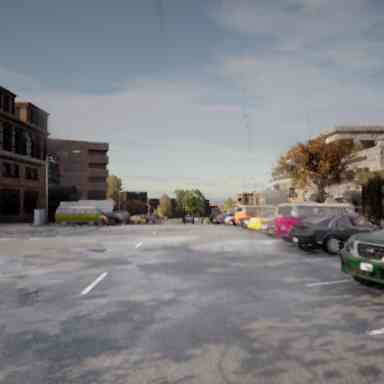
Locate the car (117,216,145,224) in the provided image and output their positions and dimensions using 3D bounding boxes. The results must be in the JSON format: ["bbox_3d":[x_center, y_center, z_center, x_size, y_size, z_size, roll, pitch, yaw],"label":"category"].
[{"bbox_3d":[-12.185,5.632,66.360,5.366,1.575,1.946,1,-6,-21],"label":"car"}]

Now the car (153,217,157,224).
[{"bbox_3d":[-12.146,7.214,81.377,5.366,1.575,1.946,2,-7,-21],"label":"car"}]

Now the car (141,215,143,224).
[{"bbox_3d":[-11.880,5.083,60.483,4.792,1.488,2.163,1,-6,-21],"label":"car"}]

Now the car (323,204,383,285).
[{"bbox_3d":[6.387,1.332,8.178,5.566,2.045,2.435,1,-1,-20],"label":"car"}]

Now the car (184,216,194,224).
[{"bbox_3d":[-0.523,5.113,61.339,2.128,1.511,4.902,0,-6,-1],"label":"car"}]

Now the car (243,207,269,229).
[{"bbox_3d":[6.519,2.035,22.886,5.366,1.575,1.946,2,-3,-20],"label":"car"}]

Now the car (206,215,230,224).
[{"bbox_3d":[5.658,6.077,72.489,4.553,1.767,2.185,3,-7,-21],"label":"car"}]

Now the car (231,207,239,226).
[{"bbox_3d":[6.313,2.353,28.658,5.008,1.535,2.097,2,-4,-20],"label":"car"}]

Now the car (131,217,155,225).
[{"bbox_3d":[-12.412,7.289,84.300,5.566,2.045,2.435,1,-6,-21],"label":"car"}]

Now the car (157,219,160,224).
[{"bbox_3d":[-12.504,7.945,90.283,5.566,2.045,2.435,1,-6,-21],"label":"car"}]

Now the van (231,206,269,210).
[{"bbox_3d":[6.393,2.323,31.639,4.442,1.987,1.878,2,-5,-20],"label":"van"}]

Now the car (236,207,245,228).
[{"bbox_3d":[6.334,2.183,25.736,4.892,1.521,2.231,2,-4,-20],"label":"car"}]

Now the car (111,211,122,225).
[{"bbox_3d":[-11.597,2.945,39.644,5.566,2.045,2.435,1,-5,-21],"label":"car"}]

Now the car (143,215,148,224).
[{"bbox_3d":[-11.787,5.342,63.516,5.366,1.575,1.946,1,-6,-21],"label":"car"}]

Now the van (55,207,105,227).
[{"bbox_3d":[-11.443,2.499,33.699,4.442,1.987,1.878,1,-4,-20],"label":"van"}]

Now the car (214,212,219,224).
[{"bbox_3d":[6.128,3.707,46.198,5.008,1.535,2.097,3,-5,-21],"label":"car"}]

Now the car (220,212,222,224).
[{"bbox_3d":[6.196,3.258,40.346,4.674,1.452,2.002,3,-5,-21],"label":"car"}]

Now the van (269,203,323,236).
[{"bbox_3d":[6.490,1.571,17.022,4.442,1.987,1.878,2,-3,-20],"label":"van"}]

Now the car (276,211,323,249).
[{"bbox_3d":[6.382,1.704,14.052,4.892,1.521,2.231,1,-2,-20],"label":"car"}]

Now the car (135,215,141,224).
[{"bbox_3d":[-11.639,4.492,54.585,5.366,1.575,1.946,1,-6,-21],"label":"car"}]

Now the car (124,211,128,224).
[{"bbox_3d":[-11.681,3.733,45.567,4.674,1.452,2.002,1,-5,-21],"label":"car"}]

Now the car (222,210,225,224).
[{"bbox_3d":[6.228,3.021,37.417,4.674,1.452,2.002,2,-5,-20],"label":"car"}]

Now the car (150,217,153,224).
[{"bbox_3d":[-12.155,6.000,72.392,5.566,2.045,2.435,1,-6,-21],"label":"car"}]

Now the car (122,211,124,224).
[{"bbox_3d":[-11.676,3.469,42.573,4.792,1.488,2.163,1,-5,-21],"label":"car"}]

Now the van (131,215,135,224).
[{"bbox_3d":[-11.662,3.995,51.600,4.442,1.987,1.878,1,-6,-21],"label":"van"}]

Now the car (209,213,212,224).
[{"bbox_3d":[5.992,4.487,54.963,4.892,1.521,2.231,3,-6,-21],"label":"car"}]

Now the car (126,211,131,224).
[{"bbox_3d":[-11.696,3.828,48.571,4.553,1.767,2.185,1,-5,-21],"label":"car"}]

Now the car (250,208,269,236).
[{"bbox_3d":[6.371,1.905,19.894,4.892,1.521,2.231,2,-3,-20],"label":"car"}]

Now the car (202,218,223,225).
[{"bbox_3d":[5.357,7.777,87.065,4.892,1.521,2.231,3,-7,-21],"label":"car"}]

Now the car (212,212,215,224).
[{"bbox_3d":[6.012,4.093,52.047,4.553,1.767,2.185,3,-6,-21],"label":"car"}]

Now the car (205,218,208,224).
[{"bbox_3d":[5.933,4.786,60.845,5.566,2.045,2.435,3,-6,-21],"label":"car"}]

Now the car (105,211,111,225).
[{"bbox_3d":[-11.615,2.827,36.623,4.553,1.767,2.185,1,-5,-20],"label":"car"}]

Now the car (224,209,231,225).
[{"bbox_3d":[6.227,2.783,34.492,4.792,1.488,2.163,2,-5,-20],"label":"car"}]

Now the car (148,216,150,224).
[{"bbox_3d":[-12.243,5.934,69.336,5.366,1.575,1.946,1,-6,-21],"label":"car"}]

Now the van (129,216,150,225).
[{"bbox_3d":[-12.364,6.660,78.310,4.442,1.987,1.878,1,-6,-21],"label":"van"}]
